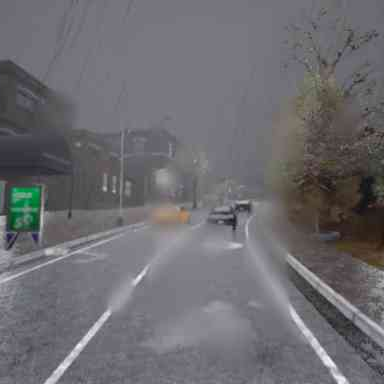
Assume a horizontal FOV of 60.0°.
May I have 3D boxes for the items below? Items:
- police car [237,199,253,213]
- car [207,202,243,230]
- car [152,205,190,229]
[{"bbox_3d":[6.458,1.712,41.074,1.930,1.638,5.238,-2,-1,16],"label":"police car"},{"bbox_3d":[2.163,1.669,22.752,2.128,1.511,4.902,-1,-1,9],"label":"car"},{"bbox_3d":[-1.420,1.711,23.808,1.882,1.535,5.008,-1,-1,10],"label":"car"}]
